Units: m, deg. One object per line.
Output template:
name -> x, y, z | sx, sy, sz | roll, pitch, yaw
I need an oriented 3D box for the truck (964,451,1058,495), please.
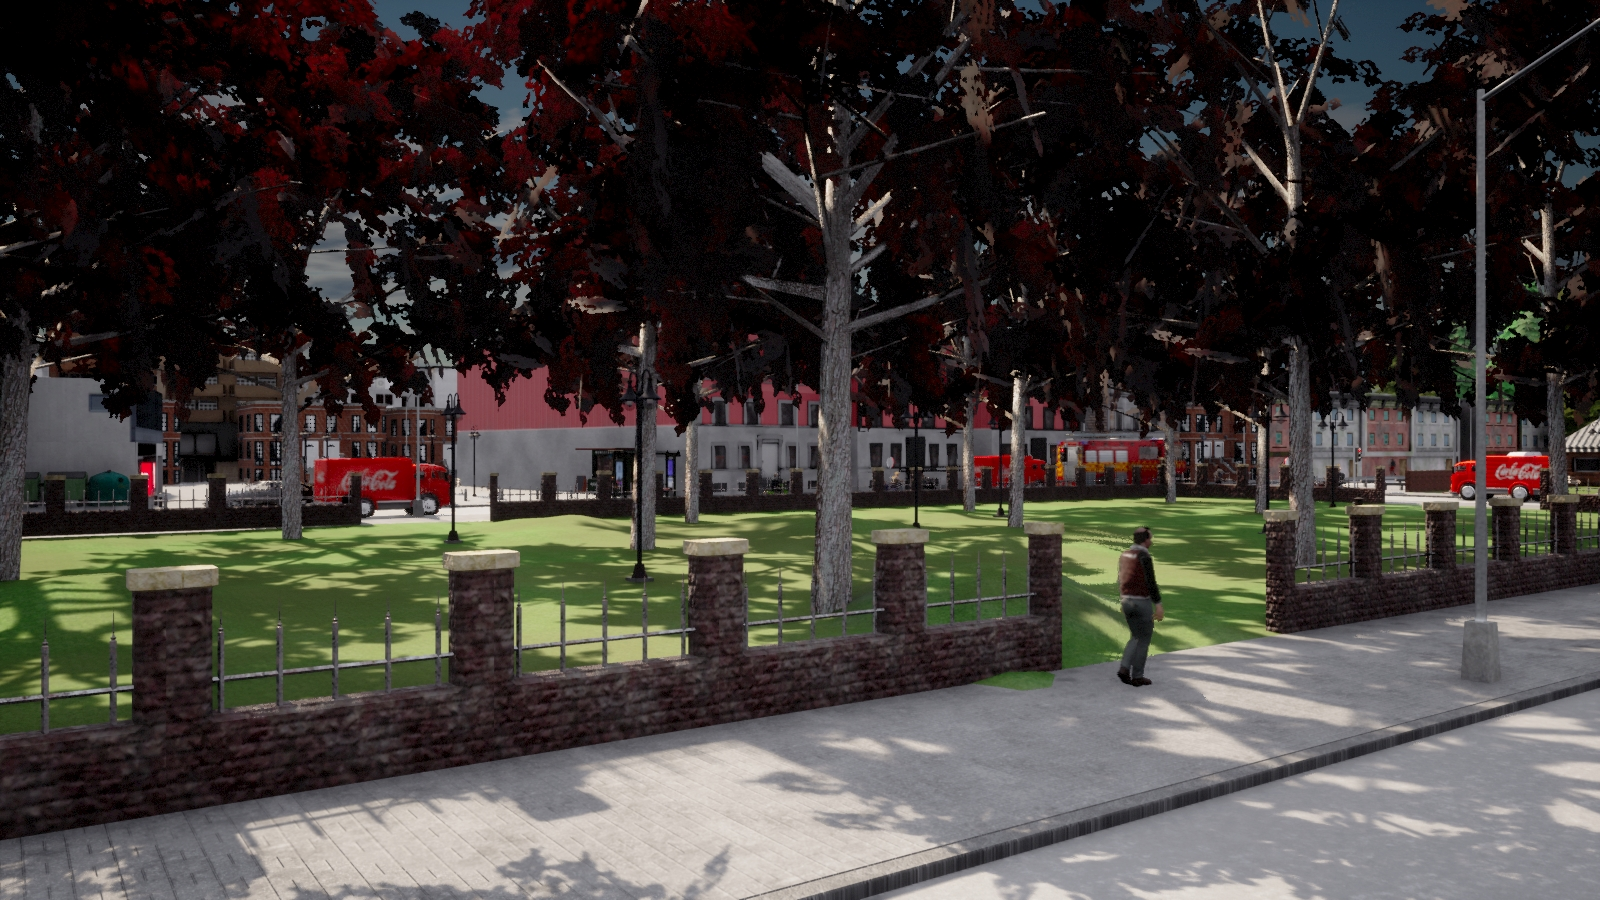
truck -> 12.692, 1.344, 68.582 | 5.204, 2.467, 2.627 | -1, 1, -35

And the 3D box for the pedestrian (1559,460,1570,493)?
pedestrian -> 42.993, 1.495, 64.264 | 0.375, 1.860, 0.375 | 0, 0, -33

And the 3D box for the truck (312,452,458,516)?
truck -> -17.255, 1.347, 47.614 | 5.204, 2.467, 2.627 | 0, 0, -35

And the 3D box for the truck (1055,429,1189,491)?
truck -> 20.801, 0.646, 73.682 | 8.468, 3.827, 2.891 | 0, 0, -24

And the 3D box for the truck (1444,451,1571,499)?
truck -> 38.239, 1.318, 61.891 | 2.627, 2.467, 5.204 | 0, 0, -35

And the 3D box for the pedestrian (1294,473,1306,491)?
pedestrian -> 31.275, 1.982, 71.436 | 0.500, 1.100, 0.500 | 0, 0, -42

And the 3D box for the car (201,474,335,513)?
car -> -22.653, 1.823, 48.705 | 4.902, 1.511, 2.128 | 0, 0, -35

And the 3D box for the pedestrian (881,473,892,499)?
pedestrian -> 4.286, 1.789, 56.824 | 0.375, 1.300, 0.375 | 0, 0, -35

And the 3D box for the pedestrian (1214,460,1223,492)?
pedestrian -> 24.089, 1.502, 65.745 | 0.375, 1.860, 0.375 | 0, 0, -35

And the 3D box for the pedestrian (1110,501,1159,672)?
pedestrian -> 3.764, 1.518, 12.869 | 0.375, 1.860, 0.375 | 0, 0, -28
